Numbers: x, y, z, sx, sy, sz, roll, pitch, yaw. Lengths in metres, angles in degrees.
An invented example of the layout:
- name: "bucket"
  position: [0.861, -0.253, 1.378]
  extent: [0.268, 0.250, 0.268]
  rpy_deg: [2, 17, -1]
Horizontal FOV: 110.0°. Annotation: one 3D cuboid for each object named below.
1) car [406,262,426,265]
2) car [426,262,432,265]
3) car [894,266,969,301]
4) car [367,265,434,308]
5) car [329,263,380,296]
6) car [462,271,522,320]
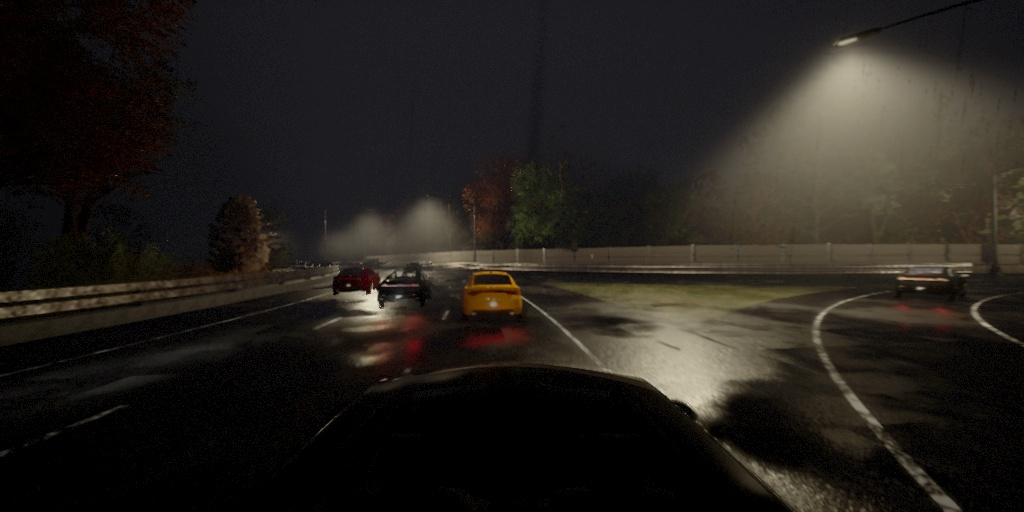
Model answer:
- name: "car"
  position: [-12.058, 1.573, 43.543]
  extent: [1.837, 1.490, 4.892]
  rpy_deg: [0, 0, -23]
- name: "car"
  position: [-13.441, 1.633, 54.410]
  extent: [2.128, 1.511, 4.902]
  rpy_deg: [0, 0, -28]
- name: "car"
  position: [19.848, 1.222, 16.972]
  extent: [4.902, 1.511, 2.128]
  rpy_deg: [0, 0, -33]
- name: "car"
  position: [-4.606, 1.353, 15.954]
  extent: [2.128, 1.511, 4.902]
  rpy_deg: [0, 0, -8]
- name: "car"
  position: [-8.995, 1.394, 21.095]
  extent: [1.882, 1.535, 5.008]
  rpy_deg: [0, 0, -11]
- name: "car"
  position: [-0.804, 1.301, 13.156]
  extent: [1.882, 1.535, 5.008]
  rpy_deg: [0, 0, -6]
